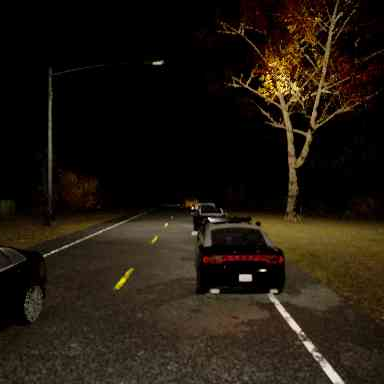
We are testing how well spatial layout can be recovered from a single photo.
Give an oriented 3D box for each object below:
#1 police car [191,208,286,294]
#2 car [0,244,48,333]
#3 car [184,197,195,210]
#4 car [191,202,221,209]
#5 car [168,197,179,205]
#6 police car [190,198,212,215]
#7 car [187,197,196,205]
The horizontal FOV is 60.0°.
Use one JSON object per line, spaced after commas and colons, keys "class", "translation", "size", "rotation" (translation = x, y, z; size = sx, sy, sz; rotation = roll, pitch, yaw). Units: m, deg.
{"class": "police car", "translation": [1.019, 1.457, 8.992], "size": [1.930, 1.638, 5.238], "rotation": [0, 0, 0]}
{"class": "car", "translation": [-3.614, 1.508, 4.327], "size": [2.128, 1.511, 4.902], "rotation": [0, 0, 0]}
{"class": "car", "translation": [-0.061, 1.633, 46.988], "size": [1.882, 1.535, 5.008], "rotation": [0, 0, 0]}
{"class": "car", "translation": [0.993, 1.571, 18.876], "size": [1.837, 1.490, 4.892], "rotation": [0, 0, 0]}
{"class": "car", "translation": [-3.616, 1.757, 65.852], "size": [2.033, 1.411, 5.357], "rotation": [0, 0, 0]}
{"class": "police car", "translation": [0.985, 1.510, 24.986], "size": [1.930, 1.638, 5.238], "rotation": [0, 0, 0]}
{"class": "car", "translation": [-0.116, 1.712, 65.022], "size": [1.837, 1.490, 4.892], "rotation": [0, 0, 0]}
